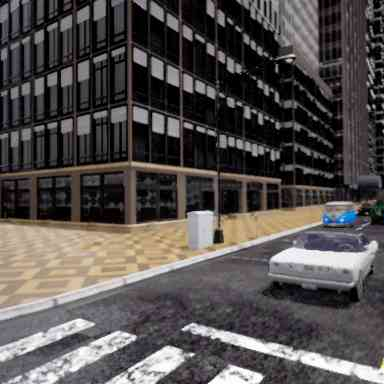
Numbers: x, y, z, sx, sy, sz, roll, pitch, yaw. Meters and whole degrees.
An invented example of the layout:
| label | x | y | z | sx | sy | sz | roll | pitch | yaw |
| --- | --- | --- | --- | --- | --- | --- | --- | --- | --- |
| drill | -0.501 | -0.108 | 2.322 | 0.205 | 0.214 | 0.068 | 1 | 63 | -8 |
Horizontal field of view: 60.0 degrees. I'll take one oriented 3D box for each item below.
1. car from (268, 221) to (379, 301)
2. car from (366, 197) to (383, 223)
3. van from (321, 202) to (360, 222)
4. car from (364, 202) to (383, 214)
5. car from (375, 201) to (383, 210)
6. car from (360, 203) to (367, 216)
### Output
| label | x | y | z | sx | sy | sz | roll | pitch | yaw |
| --- | --- | --- | --- | --- | --- | --- | --- | --- | --- |
| car | 3.692 | 1.697 | 8.851 | 1.895 | 1.301 | 4.718 | -1 | -1 | 34 |
| car | 15.391 | 1.434 | 25.938 | 2.150 | 2.045 | 5.566 | -1 | -1 | 34 |
| van | 10.177 | 1.572 | 22.906 | 1.690 | 1.788 | 3.998 | -1 | -1 | 34 |
| car | 22.699 | 1.904 | 41.183 | 2.008 | 1.369 | 4.403 | -1 | -1 | 34 |
| car | 28.961 | 1.995 | 50.322 | 1.802 | 1.307 | 4.206 | -1 | -1 | 34 |
| car | 19.569 | 1.889 | 36.613 | 1.947 | 1.339 | 4.313 | -1 | -1 | 34 |
